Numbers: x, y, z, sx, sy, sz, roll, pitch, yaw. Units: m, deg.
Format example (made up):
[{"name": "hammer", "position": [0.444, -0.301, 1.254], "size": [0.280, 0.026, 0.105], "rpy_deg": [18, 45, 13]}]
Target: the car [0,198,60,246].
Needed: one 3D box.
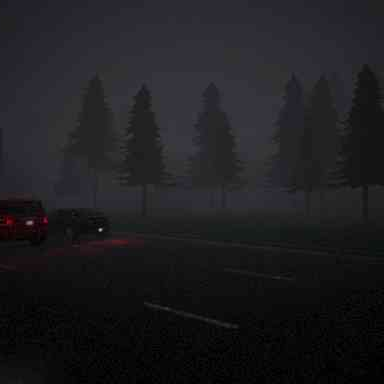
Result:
[{"name": "car", "position": [-8.293, 1.255, 14.084], "size": [5.566, 2.045, 2.150], "rpy_deg": [0, 0, 36]}]

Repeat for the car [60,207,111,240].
[{"name": "car", "position": [-6.236, 1.514, 16.916], "size": [4.892, 1.490, 1.837], "rpy_deg": [0, 0, 36]}]
